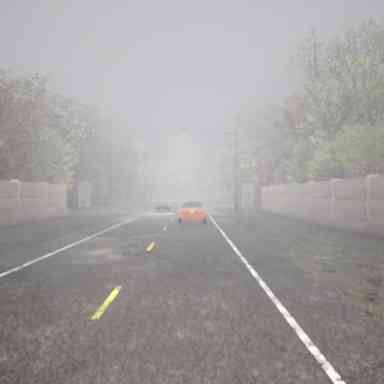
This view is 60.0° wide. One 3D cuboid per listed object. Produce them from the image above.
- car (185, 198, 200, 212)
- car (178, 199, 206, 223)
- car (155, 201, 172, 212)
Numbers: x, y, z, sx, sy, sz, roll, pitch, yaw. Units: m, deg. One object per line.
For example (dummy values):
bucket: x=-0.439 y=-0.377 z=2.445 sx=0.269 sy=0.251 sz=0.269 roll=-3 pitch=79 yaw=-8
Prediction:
car: x=0.109 y=1.662 z=43.118 sx=1.882 sy=1.535 sz=5.008 roll=0 pitch=0 yaw=0
car: x=0.041 y=1.476 z=26.667 sx=2.097 sy=1.767 sz=4.553 roll=0 pitch=0 yaw=1
car: x=-3.563 y=1.781 z=42.052 sx=1.895 sy=1.301 sz=4.718 roll=0 pitch=0 yaw=0
